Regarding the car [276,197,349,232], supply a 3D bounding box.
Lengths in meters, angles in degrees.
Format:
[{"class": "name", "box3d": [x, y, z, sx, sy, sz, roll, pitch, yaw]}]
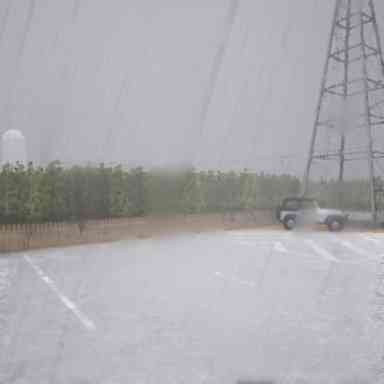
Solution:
[{"class": "car", "box3d": [6.818, 1.227, 19.047, 3.866, 1.878, 1.905, 0, 0, 23]}]
